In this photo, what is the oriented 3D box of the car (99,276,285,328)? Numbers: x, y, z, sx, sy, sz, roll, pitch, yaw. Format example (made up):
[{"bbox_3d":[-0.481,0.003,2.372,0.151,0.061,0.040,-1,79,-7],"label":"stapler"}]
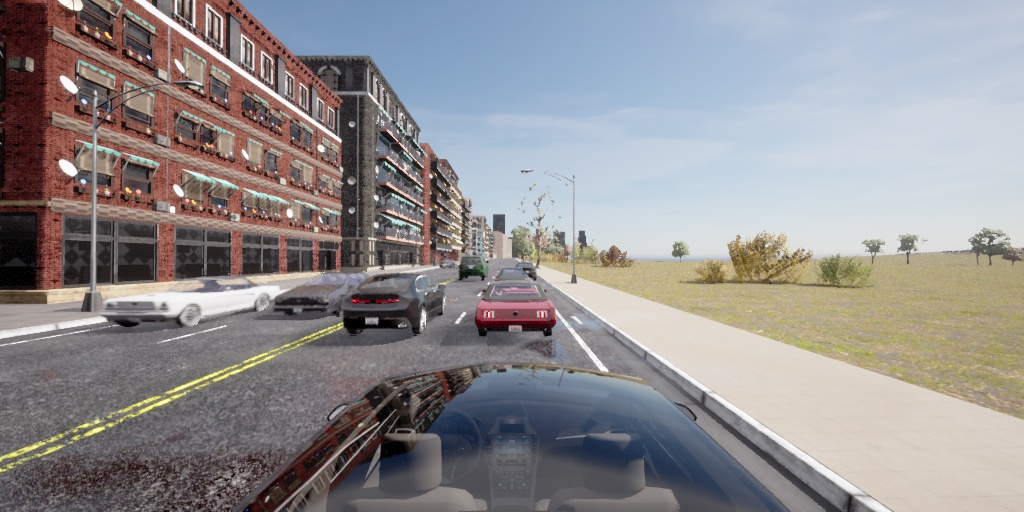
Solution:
[{"bbox_3d":[-9.879,1.352,11.572,1.895,1.301,4.718,0,0,0],"label":"car"}]

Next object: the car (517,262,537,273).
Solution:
[{"bbox_3d":[1.054,1.259,30.347,1.837,1.490,4.892,0,0,0],"label":"car"}]

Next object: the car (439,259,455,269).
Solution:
[{"bbox_3d":[-9.995,1.244,55.379,2.128,1.511,4.902,0,0,0],"label":"car"}]

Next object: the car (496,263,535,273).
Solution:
[{"bbox_3d":[0.037,1.317,20.353,1.994,1.385,4.181,0,0,0],"label":"car"}]

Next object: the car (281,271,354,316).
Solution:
[{"bbox_3d":[-6.635,1.300,13.745,2.033,1.411,5.357,0,0,0],"label":"car"}]

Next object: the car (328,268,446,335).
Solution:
[{"bbox_3d":[-3.177,1.253,10.520,1.837,1.490,4.892,0,-1,0],"label":"car"}]

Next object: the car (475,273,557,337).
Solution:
[{"bbox_3d":[0.076,1.352,10.322,1.895,1.301,4.718,0,0,0],"label":"car"}]

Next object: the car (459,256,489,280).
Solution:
[{"bbox_3d":[-3.235,0.979,30.906,2.150,2.045,5.566,0,0,0],"label":"car"}]
